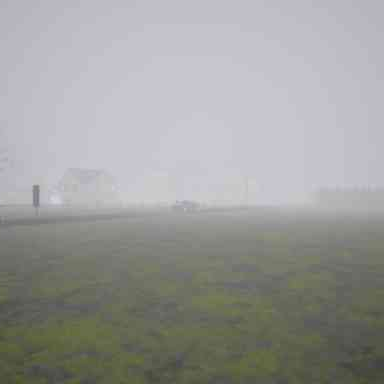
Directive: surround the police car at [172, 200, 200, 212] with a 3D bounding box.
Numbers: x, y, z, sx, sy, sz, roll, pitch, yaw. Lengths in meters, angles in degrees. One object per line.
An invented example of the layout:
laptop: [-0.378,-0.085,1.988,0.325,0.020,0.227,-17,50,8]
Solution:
police car: [-0.896,1.941,48.155,1.930,1.638,5.238,1,0,35]
